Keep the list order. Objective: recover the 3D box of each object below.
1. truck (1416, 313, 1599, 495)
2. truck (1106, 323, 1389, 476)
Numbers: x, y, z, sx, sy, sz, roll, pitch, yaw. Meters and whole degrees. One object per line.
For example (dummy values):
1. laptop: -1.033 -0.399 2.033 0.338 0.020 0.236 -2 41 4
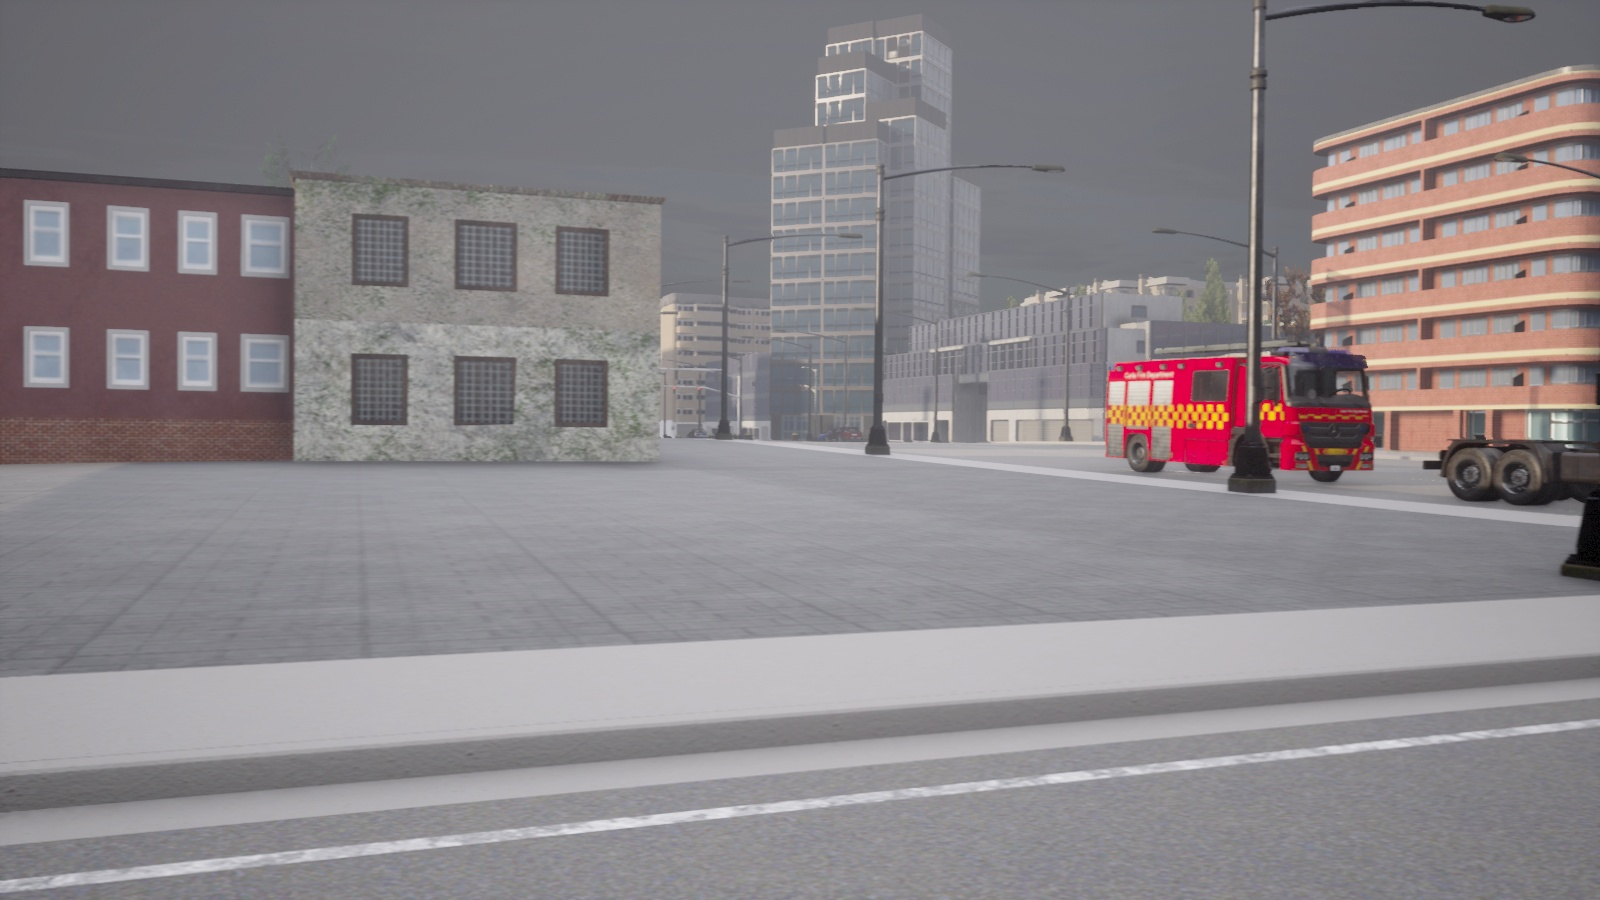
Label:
1. truck: 16.438 -0.898 24.681 2.891 3.462 7.936 -1 2 -20
2. truck: 12.417 -1.402 35.937 2.891 3.827 8.468 -1 2 -20
